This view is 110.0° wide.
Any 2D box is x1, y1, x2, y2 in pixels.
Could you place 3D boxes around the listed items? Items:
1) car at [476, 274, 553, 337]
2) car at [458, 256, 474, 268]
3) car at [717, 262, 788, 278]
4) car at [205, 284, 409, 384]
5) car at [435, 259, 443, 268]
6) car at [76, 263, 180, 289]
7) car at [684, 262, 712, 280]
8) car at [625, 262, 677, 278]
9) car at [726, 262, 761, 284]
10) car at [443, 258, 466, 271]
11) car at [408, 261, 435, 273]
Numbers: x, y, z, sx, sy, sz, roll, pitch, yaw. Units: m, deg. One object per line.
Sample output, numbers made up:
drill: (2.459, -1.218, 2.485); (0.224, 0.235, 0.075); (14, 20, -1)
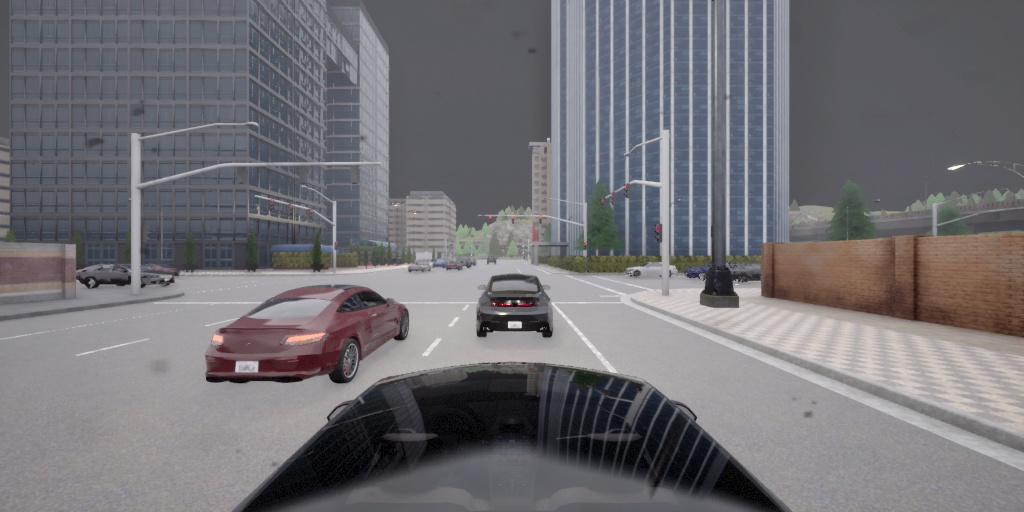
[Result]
car: (0.063, 1.255, 10.229); (1.837, 1.490, 4.892); (0, 0, 0)
car: (-8.054, 0.970, 59.438); (2.150, 2.045, 5.566); (0, 0, -1)
car: (22.612, 1.297, 33.824); (5.357, 1.411, 2.033); (0, 0, -1)
car: (-3.438, 1.276, 6.963); (1.812, 1.442, 4.674); (0, 0, 0)
car: (-11.528, 1.228, 57.489); (1.882, 1.535, 5.008); (0, 0, -1)
car: (-24.231, 1.241, 22.667); (4.902, 1.511, 2.128); (0, 0, 0)
car: (17.208, 1.228, 30.276); (5.008, 1.535, 1.882); (0, 0, -1)
car: (13.025, 1.276, 33.719); (4.674, 1.442, 1.812); (0, 0, 1)
car: (17.885, 1.275, 26.603); (4.674, 1.442, 1.812); (0, 0, 0)
car: (-7.915, 1.351, 49.646); (1.895, 1.301, 4.718); (0, 0, -1)
car: (-11.397, 1.351, 44.439); (1.895, 1.301, 4.718); (0, 0, 1)
